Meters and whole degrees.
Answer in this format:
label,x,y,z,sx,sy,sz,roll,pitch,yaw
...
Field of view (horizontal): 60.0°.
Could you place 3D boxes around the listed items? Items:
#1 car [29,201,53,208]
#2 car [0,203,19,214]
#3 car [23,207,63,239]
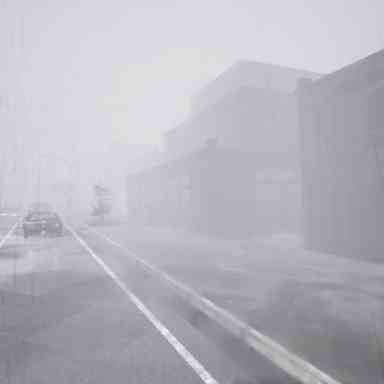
label,x,y,z,sx,sy,sz,roll,pitch,yaw
car,-15.229,1.697,33.584,2.097,1.767,4.553,-1,0,-24
car,-23.812,2.098,43.633,1.994,1.385,4.181,-1,0,-25
car,-8.448,1.777,18.890,1.895,1.301,4.718,-1,0,-24
